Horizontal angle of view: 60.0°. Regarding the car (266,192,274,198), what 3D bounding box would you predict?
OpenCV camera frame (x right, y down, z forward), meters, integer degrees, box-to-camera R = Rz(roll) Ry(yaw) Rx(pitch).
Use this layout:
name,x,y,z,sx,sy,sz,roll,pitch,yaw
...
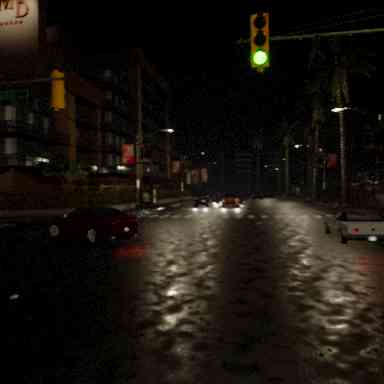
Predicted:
name,x,y,z,sx,sy,sz,roll,pitch,yaw
car,17.244,0.706,75.779,1.812,1.442,4.674,-1,0,-1

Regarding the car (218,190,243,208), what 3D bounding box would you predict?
name,x,y,z,sx,sy,sz,roll,pitch,yaw
car,4.830,0.962,40.939,2.097,1.767,4.553,-1,0,11

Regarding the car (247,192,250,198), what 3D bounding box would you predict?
name,x,y,z,sx,sy,sz,roll,pitch,yaw
car,13.756,0.741,76.685,2.128,1.511,4.902,-1,0,-1

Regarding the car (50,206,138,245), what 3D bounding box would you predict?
name,x,y,z,sx,sy,sz,roll,pitch,yaw
car,-4.646,1.406,15.343,5.008,1.535,1.882,0,0,39

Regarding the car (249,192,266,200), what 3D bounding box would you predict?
name,x,y,z,sx,sy,sz,roll,pitch,yaw
car,13.148,0.863,66.839,1.994,1.385,4.181,-1,0,7

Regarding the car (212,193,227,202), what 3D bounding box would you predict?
name,x,y,z,sx,sy,sz,roll,pitch,yaw
car,5.089,0.935,61.150,2.128,1.511,4.902,-1,0,11

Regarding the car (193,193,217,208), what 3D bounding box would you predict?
name,x,y,z,sx,sy,sz,roll,pitch,yaw
car,1.448,1.190,41.882,2.033,1.411,5.357,-1,0,11

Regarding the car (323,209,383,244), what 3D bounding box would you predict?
name,x,y,z,sx,sy,sz,roll,pitch,yaw
car,7.037,1.401,14.384,1.895,1.301,4.718,-1,0,11
